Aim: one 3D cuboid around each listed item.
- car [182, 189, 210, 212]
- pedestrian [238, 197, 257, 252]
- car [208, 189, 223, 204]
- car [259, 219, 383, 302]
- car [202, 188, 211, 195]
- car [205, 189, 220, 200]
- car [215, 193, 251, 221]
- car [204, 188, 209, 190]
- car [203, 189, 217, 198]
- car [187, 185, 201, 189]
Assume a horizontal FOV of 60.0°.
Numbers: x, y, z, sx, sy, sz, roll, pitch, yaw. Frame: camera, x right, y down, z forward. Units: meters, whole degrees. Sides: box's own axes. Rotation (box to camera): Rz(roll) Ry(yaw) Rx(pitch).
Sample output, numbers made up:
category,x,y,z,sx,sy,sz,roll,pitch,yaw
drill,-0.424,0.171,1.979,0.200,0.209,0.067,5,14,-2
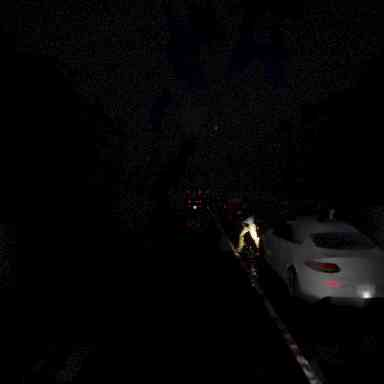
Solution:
category,x,y,z,sx,sy,sz,roll,pitch,yaw
car,0.241,0.826,27.663,1.837,1.490,4.892,0,2,0
pedestrian,1.735,1.031,10.440,0.375,1.860,0.375,-1,2,0
car,2.840,0.646,37.753,1.947,1.339,4.313,-1,1,0
car,2.791,1.333,7.616,1.812,1.442,4.674,0,1,0
car,3.024,-0.110,70.183,1.887,1.381,4.507,-1,1,0
car,2.901,0.375,48.563,1.887,1.381,4.507,-1,1,0
car,2.747,1.010,21.538,1.887,1.381,4.507,-1,1,0
car,2.870,0.505,43.158,2.008,1.369,4.403,-1,1,0
car,2.932,0.258,53.967,2.008,1.369,4.403,-1,1,0
car,0.326,0.140,44.385,2.150,2.045,5.566,0,0,2
